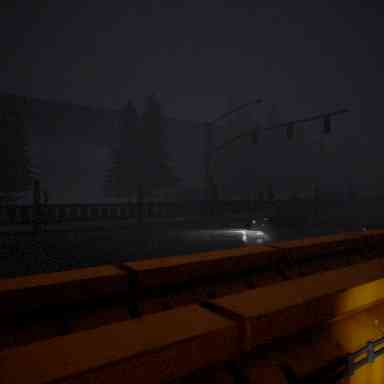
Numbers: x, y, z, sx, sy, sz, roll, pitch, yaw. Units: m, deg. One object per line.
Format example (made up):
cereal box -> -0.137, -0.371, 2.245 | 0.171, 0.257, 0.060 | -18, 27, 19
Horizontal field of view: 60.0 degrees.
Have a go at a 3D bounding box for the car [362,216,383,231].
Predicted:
car -> 9.974, 1.547, 15.372 | 5.357, 1.411, 2.033 | 0, 0, -35

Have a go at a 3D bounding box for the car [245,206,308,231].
car -> 5.248, 1.564, 20.600 | 4.181, 1.385, 1.994 | 0, 0, -35
